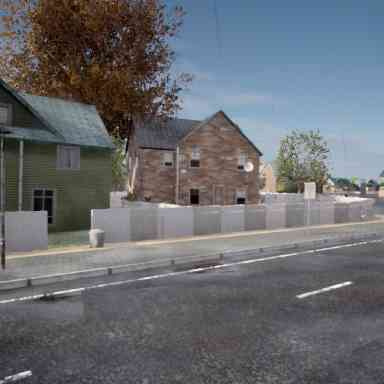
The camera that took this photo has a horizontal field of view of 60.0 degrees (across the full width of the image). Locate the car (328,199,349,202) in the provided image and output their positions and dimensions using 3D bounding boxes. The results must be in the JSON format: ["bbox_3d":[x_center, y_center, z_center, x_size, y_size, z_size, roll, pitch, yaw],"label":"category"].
[{"bbox_3d":[16.178,1.202,36.834,1.837,1.490,4.892,1,1,-20],"label":"car"}]

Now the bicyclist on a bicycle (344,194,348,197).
[{"bbox_3d":[20.089,1.051,43.342,1.656,1.620,0.582,1,0,-20],"label":"bicyclist on a bicycle"}]

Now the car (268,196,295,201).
[{"bbox_3d":[12.858,1.023,46.158,1.882,1.535,5.008,1,0,-20],"label":"car"}]

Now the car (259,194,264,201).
[{"bbox_3d":[9.544,0.992,55.480,1.895,1.301,4.718,1,0,-19],"label":"car"}]
